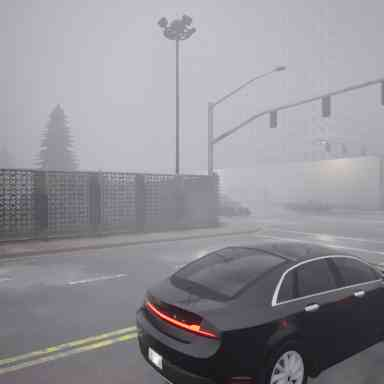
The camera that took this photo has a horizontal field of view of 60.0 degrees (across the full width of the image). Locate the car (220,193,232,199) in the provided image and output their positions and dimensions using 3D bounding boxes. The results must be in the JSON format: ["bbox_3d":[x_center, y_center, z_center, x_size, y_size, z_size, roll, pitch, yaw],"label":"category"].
[{"bbox_3d":[2.811,1.167,35.621,2.150,2.045,5.566,0,0,-35],"label":"car"}]

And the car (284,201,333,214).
[{"bbox_3d":[12.060,1.545,34.827,1.895,1.301,4.718,0,0,-35],"label":"car"}]

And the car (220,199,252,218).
[{"bbox_3d":[3.016,1.545,29.222,1.895,1.301,4.718,0,0,-34],"label":"car"}]

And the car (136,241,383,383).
[{"bbox_3d":[1.592,1.505,4.919,4.892,1.490,1.837,0,0,-35],"label":"car"}]
